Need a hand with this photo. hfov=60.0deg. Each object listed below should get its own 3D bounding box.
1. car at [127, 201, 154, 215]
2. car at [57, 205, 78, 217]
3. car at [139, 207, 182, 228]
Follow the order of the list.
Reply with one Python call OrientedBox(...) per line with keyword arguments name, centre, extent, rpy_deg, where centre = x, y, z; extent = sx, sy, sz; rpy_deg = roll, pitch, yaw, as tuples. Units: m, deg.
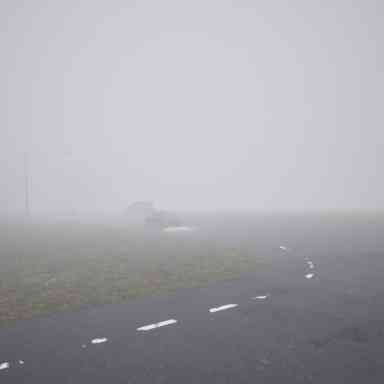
OrientedBox(name="car", centre=(-7.596, 2.350, 48.939), extent=(2.150, 2.045, 5.566), rpy_deg=(-2, 0, -35))
OrientedBox(name="car", centre=(-20.330, 3.240, 54.877), extent=(2.033, 1.411, 5.357), rpy_deg=(-2, 0, -32))
OrientedBox(name="car", centre=(-2.680, 2.393, 29.924), extent=(1.994, 1.385, 4.181), rpy_deg=(-2, 0, -35))
